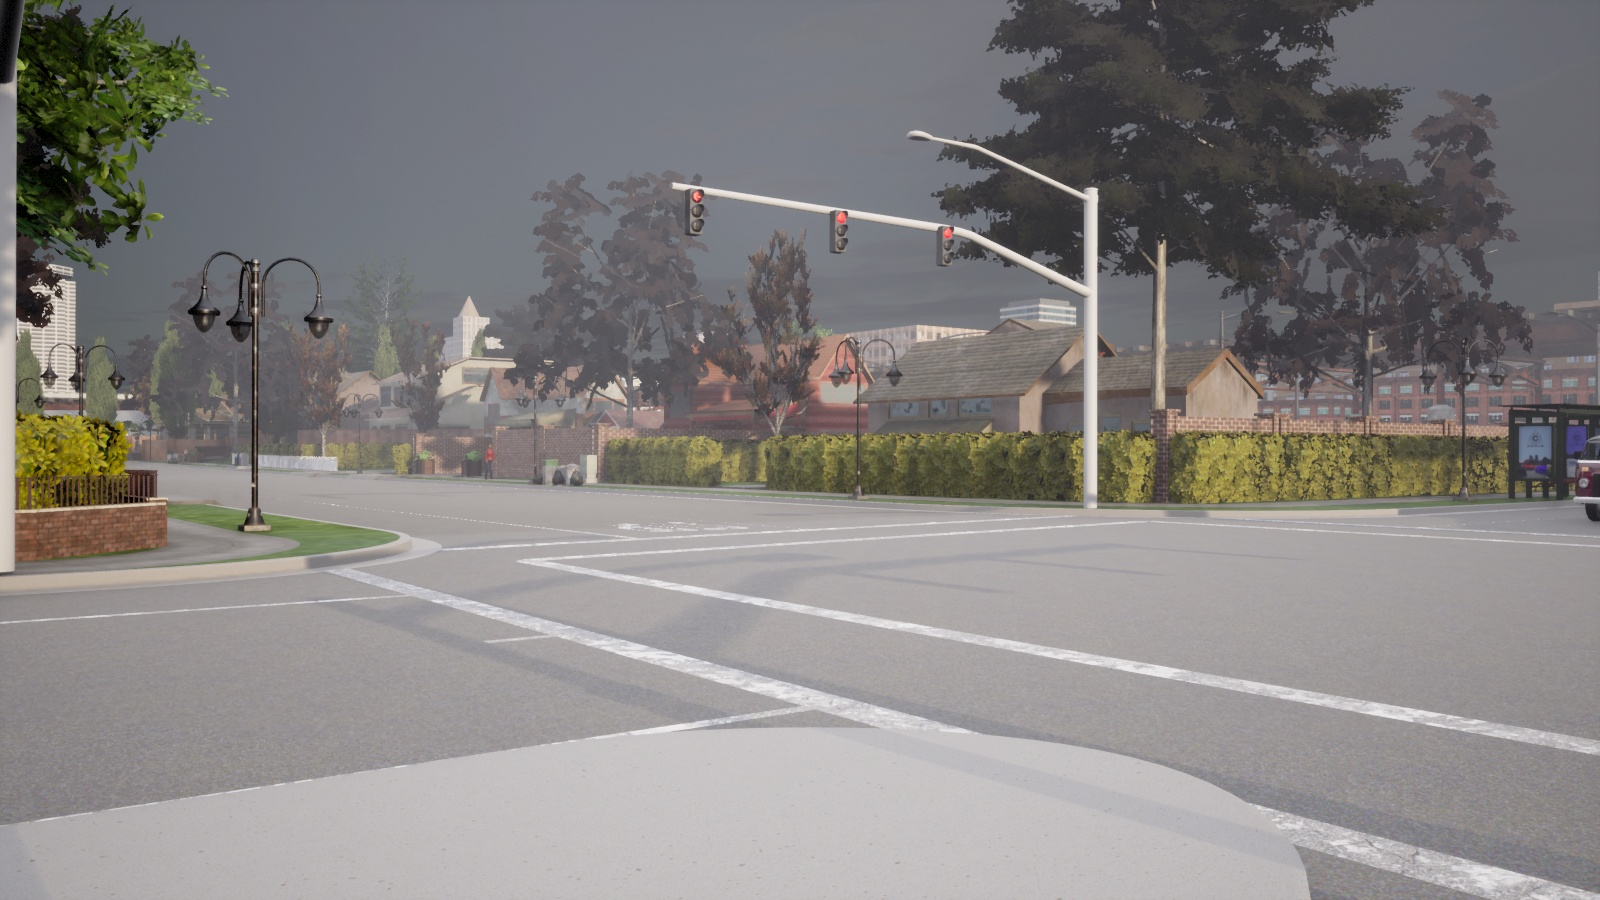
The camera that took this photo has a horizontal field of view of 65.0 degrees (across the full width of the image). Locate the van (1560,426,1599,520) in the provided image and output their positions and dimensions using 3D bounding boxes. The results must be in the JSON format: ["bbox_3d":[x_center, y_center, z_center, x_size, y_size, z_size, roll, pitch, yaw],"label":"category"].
[{"bbox_3d":[19.198,0.497,28.227,4.480,2.038,2.069,0,0,-37],"label":"van"}]

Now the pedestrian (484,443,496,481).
[{"bbox_3d":[-15.109,0.590,61.238,0.331,1.846,0.636,0,0,-36],"label":"pedestrian"}]
